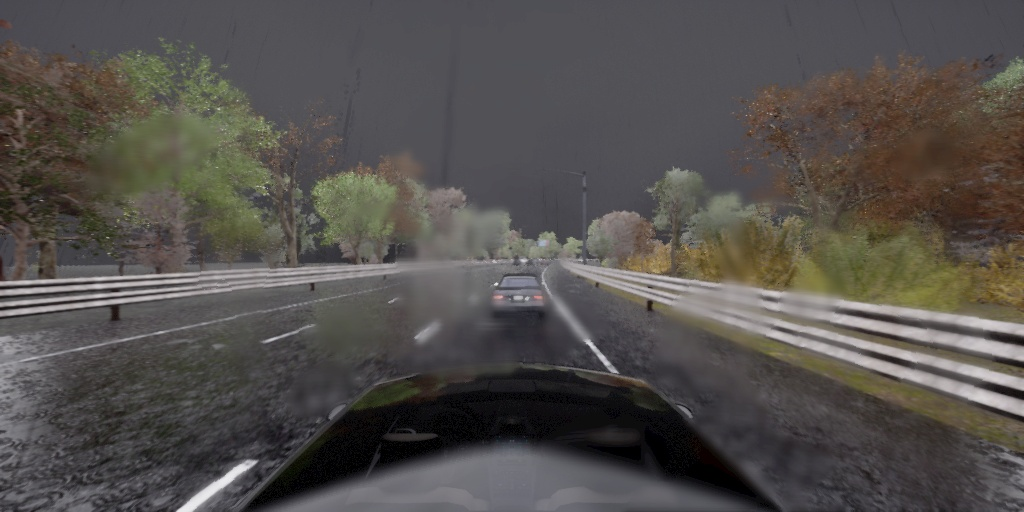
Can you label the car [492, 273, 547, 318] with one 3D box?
[{"bbox_3d":[0.294,1.340,13.242,2.033,1.411,5.357,0,0,2],"label":"car"}]
